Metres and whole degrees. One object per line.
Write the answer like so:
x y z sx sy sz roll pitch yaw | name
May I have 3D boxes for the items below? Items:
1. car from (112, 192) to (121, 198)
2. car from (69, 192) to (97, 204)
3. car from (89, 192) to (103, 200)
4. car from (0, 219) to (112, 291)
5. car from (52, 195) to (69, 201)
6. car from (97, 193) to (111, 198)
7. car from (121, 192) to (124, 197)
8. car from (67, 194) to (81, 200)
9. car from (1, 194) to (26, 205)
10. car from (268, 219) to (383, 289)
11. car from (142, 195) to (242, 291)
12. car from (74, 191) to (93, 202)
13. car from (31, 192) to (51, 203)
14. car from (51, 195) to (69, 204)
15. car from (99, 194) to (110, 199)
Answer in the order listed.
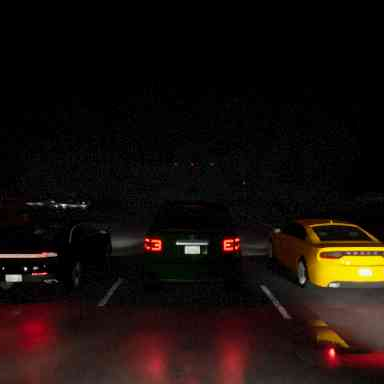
-18.765 1.194 77.490 2.033 1.411 5.357 0 0 -1 | car
-18.483 0.989 56.823 2.150 2.045 5.566 0 0 -1 | car
-22.264 1.009 77.451 2.097 1.767 4.553 0 0 -1 | car
-3.522 1.483 8.987 2.128 1.511 4.902 0 0 0 | car
-29.205 1.267 74.054 1.895 1.301 4.718 0 0 -1 | car
-18.589 1.249 67.441 2.033 1.411 5.357 0 0 -1 | car
-19.091 1.158 86.417 1.994 1.385 4.181 0 0 -4 | car
-29.401 1.148 82.951 1.812 1.442 4.674 0 0 -1 | car
-28.929 1.133 53.929 2.097 1.767 4.553 0 0 -1 | car
3.475 1.468 9.186 1.882 1.535 5.008 0 0 0 | car
-0.013 1.212 9.131 2.150 2.045 5.566 0 0 0 | car
-22.099 0.931 67.952 2.150 2.045 5.566 0 0 -1 | car
-29.037 0.951 64.344 2.150 2.045 5.566 0 0 -1 | car
-21.981 1.329 57.207 1.994 1.385 4.181 0 0 -1 | car
-22.563 1.160 85.925 1.994 1.385 4.181 0 0 -4 | car
